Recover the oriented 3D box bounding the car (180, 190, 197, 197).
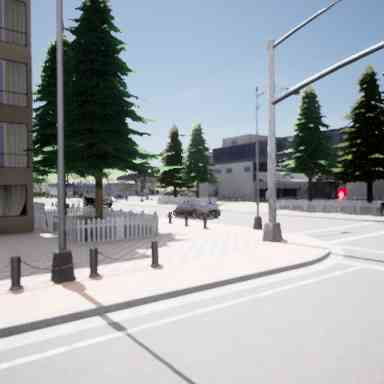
[{"bbox_3d":[-1.186,0.450,88.020,1.932,1.855,4.605,-1,1,-37],"label":"car"}]

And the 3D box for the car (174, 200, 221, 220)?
[{"bbox_3d":[0.389,1.374,26.215,1.994,1.385,4.181,-1,1,-37],"label":"car"}]

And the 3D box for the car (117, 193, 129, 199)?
[{"bbox_3d":[-16.173,0.972,77.040,1.845,1.501,3.633,-1,1,-37],"label":"car"}]

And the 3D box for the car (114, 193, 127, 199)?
[{"bbox_3d":[-18.212,0.945,84.773,1.970,1.475,3.806,-1,1,-37],"label":"car"}]

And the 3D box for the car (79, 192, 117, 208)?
[{"bbox_3d":[-12.180,1.023,42.916,2.150,2.045,5.566,-1,0,-37],"label":"car"}]
